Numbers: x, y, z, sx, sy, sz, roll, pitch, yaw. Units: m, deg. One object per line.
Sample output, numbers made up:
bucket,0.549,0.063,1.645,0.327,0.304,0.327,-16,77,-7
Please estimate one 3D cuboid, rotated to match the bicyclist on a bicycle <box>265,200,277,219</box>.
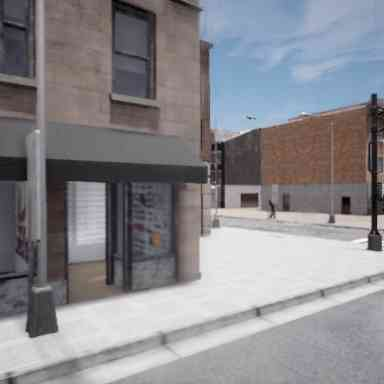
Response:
bicyclist on a bicycle,6.965,1.546,29.262,1.656,1.620,0.582,-1,1,-36
